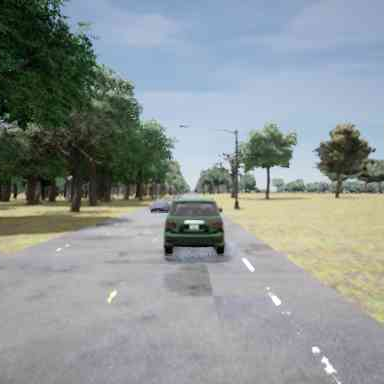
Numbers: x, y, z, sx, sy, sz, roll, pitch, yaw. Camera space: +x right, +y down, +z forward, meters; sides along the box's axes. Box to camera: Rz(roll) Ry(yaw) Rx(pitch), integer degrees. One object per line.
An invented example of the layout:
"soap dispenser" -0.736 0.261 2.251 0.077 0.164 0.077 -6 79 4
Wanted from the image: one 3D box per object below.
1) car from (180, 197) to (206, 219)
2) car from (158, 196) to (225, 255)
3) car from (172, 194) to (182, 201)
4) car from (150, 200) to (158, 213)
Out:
"car" 0.101 1.387 29.740 2.097 1.767 4.553 0 0 0
"car" 0.100 1.242 13.539 2.150 2.045 5.566 0 0 1
"car" -3.475 1.305 78.446 2.128 1.511 4.902 0 0 0
"car" -3.584 1.584 37.460 2.033 1.411 5.357 0 0 0
